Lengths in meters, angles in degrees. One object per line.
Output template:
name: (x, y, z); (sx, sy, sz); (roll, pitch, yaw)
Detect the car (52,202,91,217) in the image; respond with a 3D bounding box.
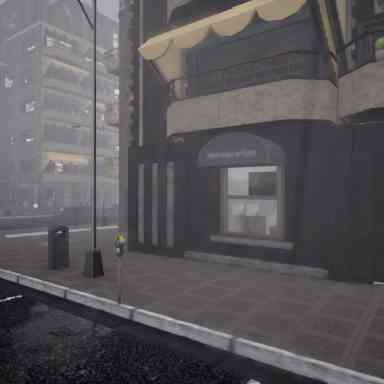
car: (-12.752, 1.821, 35.326); (1.967, 1.590, 4.097); (-1, -1, 35)

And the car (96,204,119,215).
car: (-9.465, 2.063, 39.947); (1.802, 1.307, 4.206); (-1, -1, 35)
